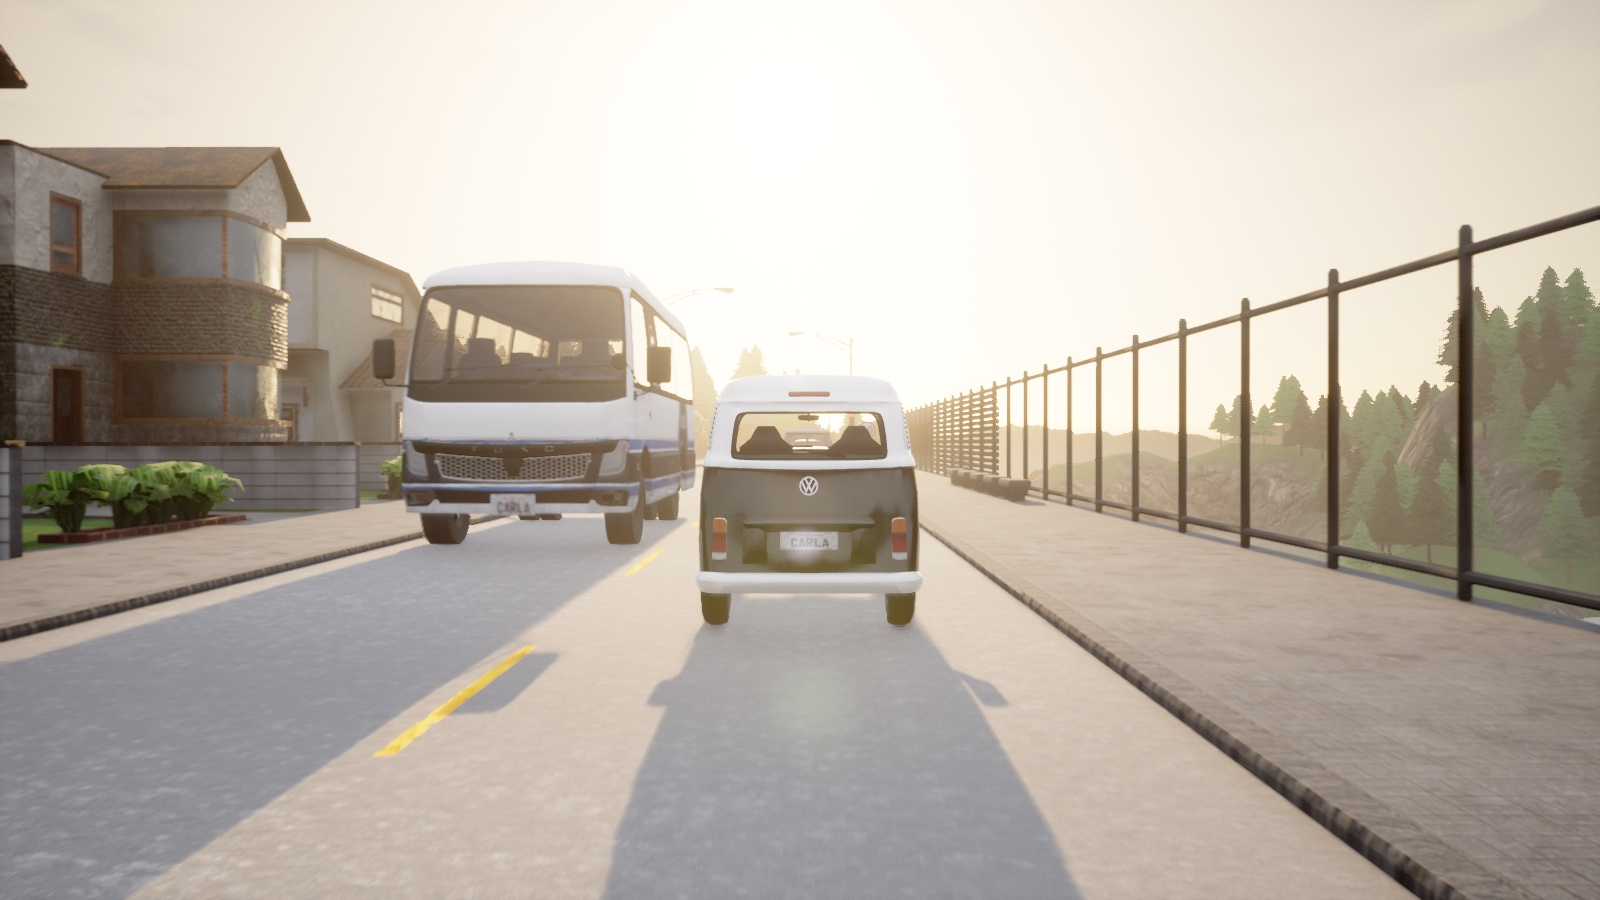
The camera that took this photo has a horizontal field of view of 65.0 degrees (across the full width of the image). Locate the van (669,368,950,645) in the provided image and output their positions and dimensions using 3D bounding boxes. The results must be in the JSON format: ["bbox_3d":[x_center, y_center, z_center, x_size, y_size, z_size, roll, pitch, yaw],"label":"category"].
[{"bbox_3d":[0.081,0.405,11.509,2.069,2.038,4.480,0,0,0],"label":"van"}]

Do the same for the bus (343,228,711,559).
[{"bbox_3d":[-3.863,-0.753,21.252,3.944,4.253,10.273,0,0,0],"label":"bus"}]
